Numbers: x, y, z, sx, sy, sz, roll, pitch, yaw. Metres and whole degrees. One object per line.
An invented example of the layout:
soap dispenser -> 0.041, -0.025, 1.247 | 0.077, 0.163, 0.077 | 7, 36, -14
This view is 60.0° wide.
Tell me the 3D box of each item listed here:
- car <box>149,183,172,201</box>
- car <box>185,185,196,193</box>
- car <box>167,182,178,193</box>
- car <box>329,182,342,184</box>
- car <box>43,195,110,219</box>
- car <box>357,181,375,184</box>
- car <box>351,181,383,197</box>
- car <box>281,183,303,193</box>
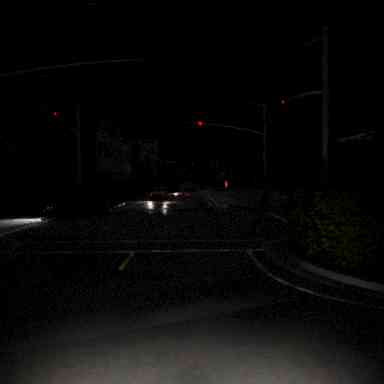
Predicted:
car -> -3.720, 0.147, 37.785 | 1.882, 1.535, 5.008 | -1, 3, 0
car -> -0.178, -0.567, 58.719 | 1.812, 1.442, 4.674 | -1, 2, 0
car -> -3.711, -0.913, 61.130 | 2.150, 2.045, 5.566 | -1, 2, 0
car -> 25.300, -1.046, 59.514 | 2.152, 1.636, 5.027 | -1, 2, 0
car -> -7.689, 0.891, 22.225 | 4.181, 1.385, 1.994 | -4, 3, -29
car -> 19.012, -0.181, 34.243 | 1.905, 1.878, 3.866 | -1, 2, 0
car -> 22.255, -0.468, 42.123 | 1.932, 1.855, 4.605 | -1, 2, 0
car -> 15.262, -0.538, 52.100 | 2.007, 1.523, 4.514 | -1, 2, 0
